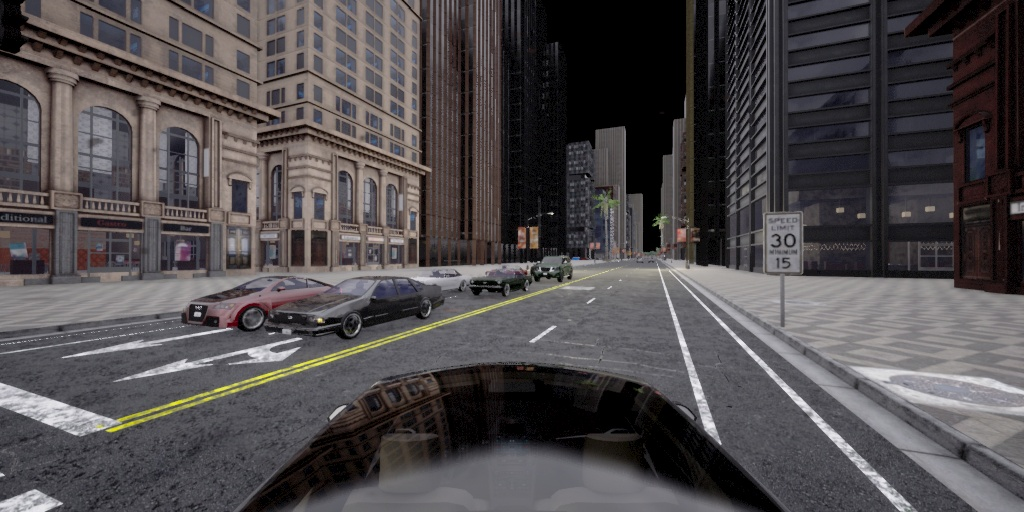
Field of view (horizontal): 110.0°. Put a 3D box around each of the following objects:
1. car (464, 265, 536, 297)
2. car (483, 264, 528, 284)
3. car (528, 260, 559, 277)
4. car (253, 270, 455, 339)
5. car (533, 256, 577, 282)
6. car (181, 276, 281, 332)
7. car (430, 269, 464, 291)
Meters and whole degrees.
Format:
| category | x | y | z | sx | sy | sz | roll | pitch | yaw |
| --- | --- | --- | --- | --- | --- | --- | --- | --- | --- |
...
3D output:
| category | x | y | z | sx | sy | sz | roll | pitch | yaw |
| --- | --- | --- | --- | --- | --- | --- | --- | --- | --- |
| car | -0.488 | 1.357 | 19.377 | 1.895 | 1.301 | 4.718 | 0 | 0 | 22 |
| car | -0.376 | 1.363 | 28.424 | 1.895 | 1.301 | 4.718 | 0 | 0 | 22 |
| car | 3.443 | 1.250 | 37.889 | 1.882 | 1.535 | 5.008 | 0 | 0 | 22 |
| car | -4.042 | 1.299 | 10.471 | 2.033 | 1.411 | 5.357 | 0 | 0 | 22 |
| car | 3.481 | 0.986 | 29.310 | 2.150 | 2.045 | 5.566 | 0 | 0 | 22 |
| car | -7.313 | 1.315 | 11.034 | 1.994 | 1.385 | 4.181 | 0 | 0 | 22 |
| car | -4.070 | 1.356 | 19.173 | 1.895 | 1.301 | 4.718 | 0 | 0 | 22 |
